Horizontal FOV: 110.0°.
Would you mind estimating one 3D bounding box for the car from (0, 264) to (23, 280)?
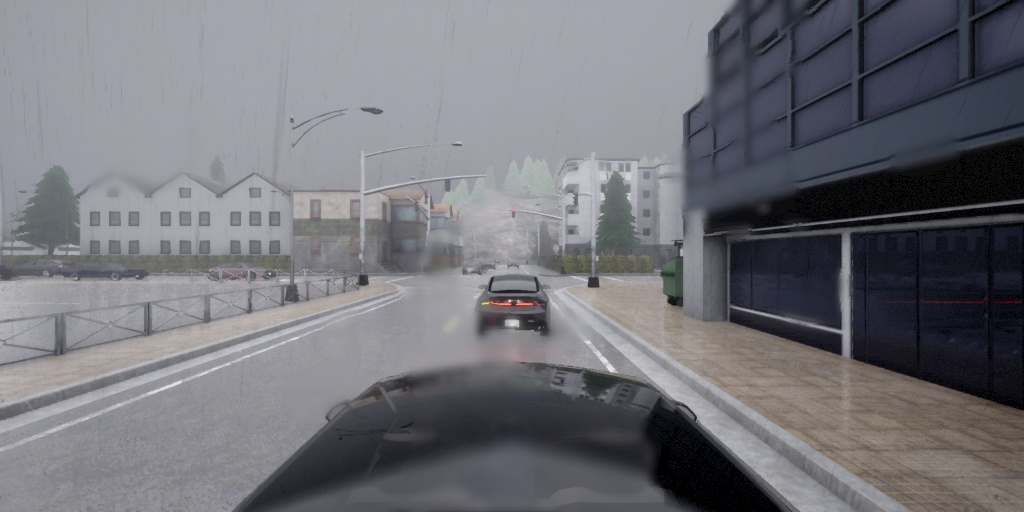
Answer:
[{"bbox_3d":[-40.133,1.174,26.626,4.718,1.301,1.895,0,0,1],"label":"car"}]

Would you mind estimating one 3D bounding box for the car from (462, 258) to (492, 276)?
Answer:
[{"bbox_3d":[-3.880,1.241,37.558,2.128,1.511,4.902,0,0,6],"label":"car"}]

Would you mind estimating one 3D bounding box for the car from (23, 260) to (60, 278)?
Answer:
[{"bbox_3d":[-39.558,1.074,30.279,4.892,1.490,1.837,-1,0,0],"label":"car"}]

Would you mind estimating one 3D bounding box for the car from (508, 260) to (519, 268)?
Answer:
[{"bbox_3d":[0.181,1.351,60.994,1.895,1.301,4.718,0,0,-1],"label":"car"}]

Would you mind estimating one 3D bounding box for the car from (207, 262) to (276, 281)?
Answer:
[{"bbox_3d":[-19.891,1.138,26.500,4.181,1.385,1.994,0,0,0],"label":"car"}]

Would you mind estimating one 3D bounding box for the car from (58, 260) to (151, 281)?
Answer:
[{"bbox_3d":[-29.911,1.174,26.546,4.718,1.301,1.895,0,0,0],"label":"car"}]

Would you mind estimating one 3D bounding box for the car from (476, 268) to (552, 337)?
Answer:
[{"bbox_3d":[0.067,1.255,10.344,1.837,1.490,4.892,0,0,1],"label":"car"}]

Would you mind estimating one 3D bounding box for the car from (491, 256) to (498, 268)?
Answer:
[{"bbox_3d":[-3.518,1.101,52.804,2.097,1.767,4.553,0,0,0],"label":"car"}]
